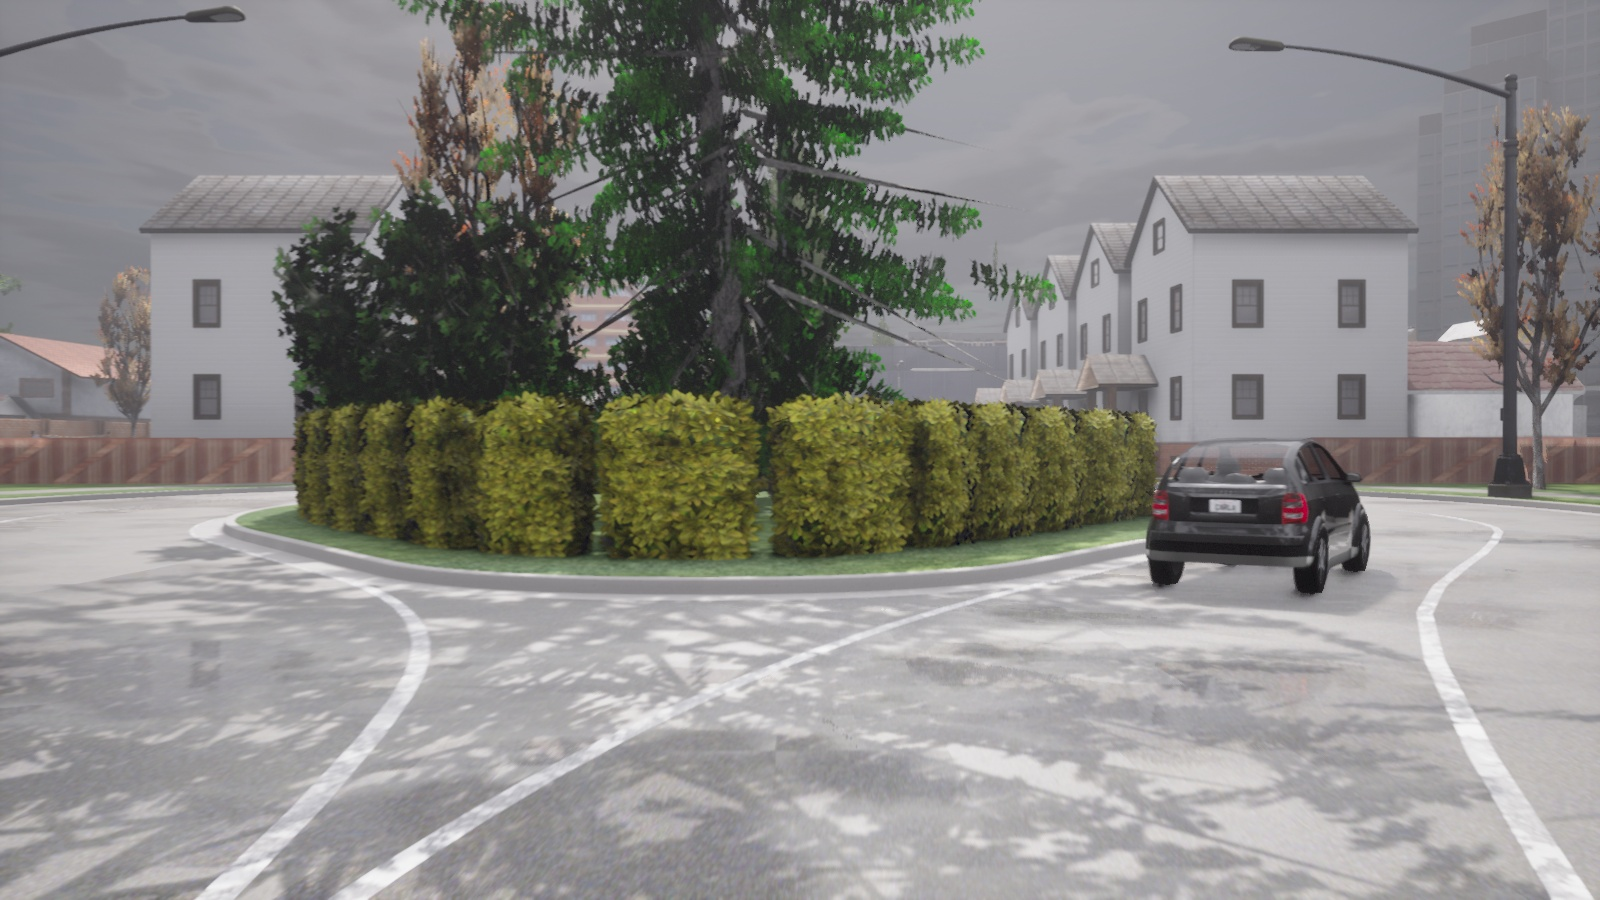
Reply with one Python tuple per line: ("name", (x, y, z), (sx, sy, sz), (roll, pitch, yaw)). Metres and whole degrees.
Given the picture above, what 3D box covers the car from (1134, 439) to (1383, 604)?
("car", (5.152, 0.656, 13.820), (1.789, 1.549, 3.705), (0, 0, 33))
